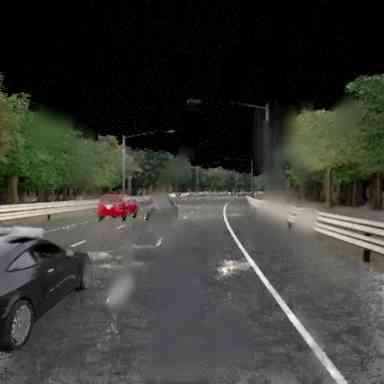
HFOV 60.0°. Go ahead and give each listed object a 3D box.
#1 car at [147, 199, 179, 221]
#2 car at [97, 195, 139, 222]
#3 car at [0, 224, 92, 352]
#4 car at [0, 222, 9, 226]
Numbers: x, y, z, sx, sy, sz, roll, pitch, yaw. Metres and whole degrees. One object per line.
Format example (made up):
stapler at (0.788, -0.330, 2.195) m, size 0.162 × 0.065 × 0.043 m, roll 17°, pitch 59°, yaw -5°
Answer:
car at (-2.341, 1.363, 27.660) m, size 2.097 × 1.767 × 4.553 m, roll 0°, pitch 0°, yaw 4°
car at (-5.910, 1.232, 27.007) m, size 2.150 × 2.045 × 5.566 m, roll 0°, pitch 0°, yaw 4°
car at (-3.314, 1.531, 6.055) m, size 1.812 × 1.442 × 4.674 m, roll 0°, pitch 0°, yaw 1°
car at (-6.700, 1.608, 10.831) m, size 1.895 × 1.301 × 4.718 m, roll 0°, pitch 0°, yaw 2°
